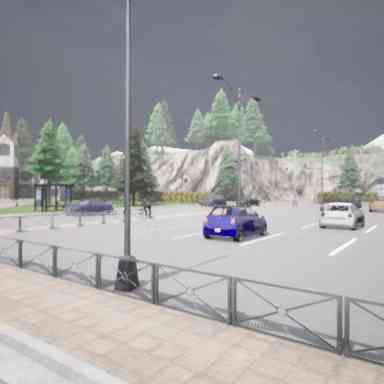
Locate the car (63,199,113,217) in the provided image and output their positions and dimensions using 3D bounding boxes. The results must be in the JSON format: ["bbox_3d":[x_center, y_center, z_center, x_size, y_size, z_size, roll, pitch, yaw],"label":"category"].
[{"bbox_3d":[-9.171,1.373,29.673,1.812,1.442,4.674,0,0,35],"label":"car"}]

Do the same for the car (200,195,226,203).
[{"bbox_3d":[2.951,1.198,46.838,2.097,1.767,4.553,0,0,36],"label":"car"}]

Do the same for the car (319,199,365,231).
[{"bbox_3d":[8.831,1.372,19.451,1.970,1.475,3.806,0,0,35],"label":"car"}]

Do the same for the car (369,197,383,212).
[{"bbox_3d":[19.816,1.319,34.543,2.152,1.636,5.027,0,0,35],"label":"car"}]

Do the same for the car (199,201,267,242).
[{"bbox_3d":[2.089,1.341,15.152,1.845,1.501,3.633,0,0,35],"label":"car"}]

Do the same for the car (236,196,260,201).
[{"bbox_3d":[8.093,1.363,47.706,2.128,1.511,4.902,0,0,38],"label":"car"}]

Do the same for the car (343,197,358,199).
[{"bbox_3d":[17.235,1.307,36.326,2.007,1.523,4.514,0,0,35],"label":"car"}]

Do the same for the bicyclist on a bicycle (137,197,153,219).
[{"bbox_3d":[-3.513,1.199,24.708,1.656,1.620,0.582,0,0,35],"label":"bicyclist on a bicycle"}]
